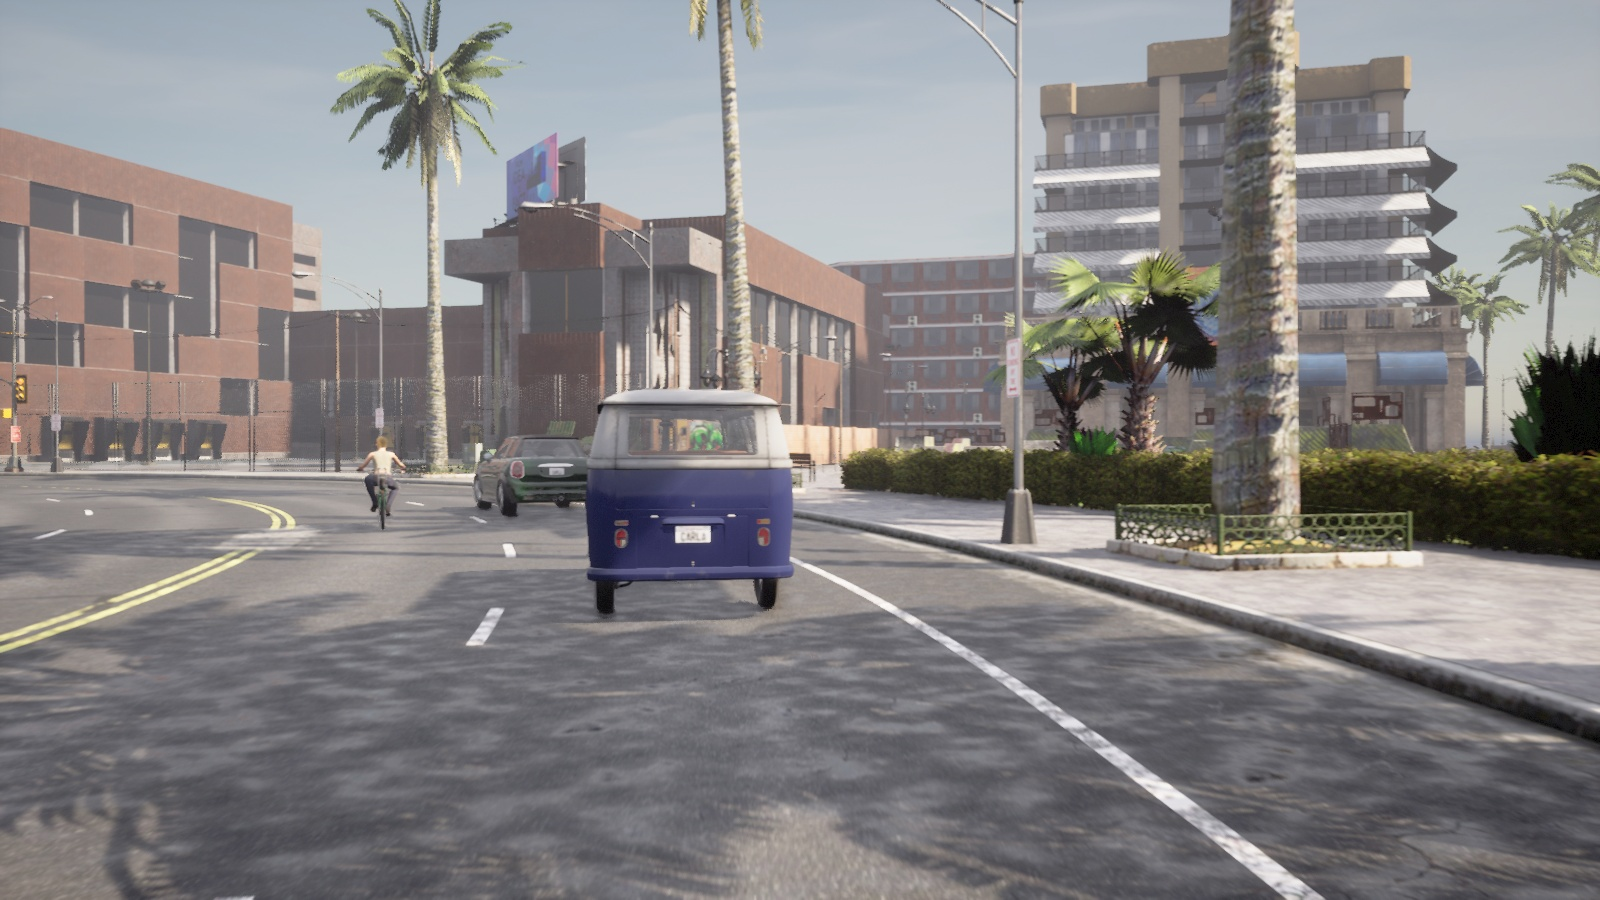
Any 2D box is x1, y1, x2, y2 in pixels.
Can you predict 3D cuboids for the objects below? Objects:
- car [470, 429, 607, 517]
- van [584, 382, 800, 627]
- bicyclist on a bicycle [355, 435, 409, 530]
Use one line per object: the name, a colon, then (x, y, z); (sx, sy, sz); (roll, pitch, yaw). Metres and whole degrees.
car: (-5.847, 0.445, 27.641); (2.097, 1.767, 4.553); (0, 0, -23)
van: (-1.241, 0.428, 12.523); (1.775, 1.987, 4.442); (0, 0, -9)
bicyclist on a bicycle: (-7.401, 0.553, 22.206); (0.866, 1.612, 1.509); (0, 0, -19)
